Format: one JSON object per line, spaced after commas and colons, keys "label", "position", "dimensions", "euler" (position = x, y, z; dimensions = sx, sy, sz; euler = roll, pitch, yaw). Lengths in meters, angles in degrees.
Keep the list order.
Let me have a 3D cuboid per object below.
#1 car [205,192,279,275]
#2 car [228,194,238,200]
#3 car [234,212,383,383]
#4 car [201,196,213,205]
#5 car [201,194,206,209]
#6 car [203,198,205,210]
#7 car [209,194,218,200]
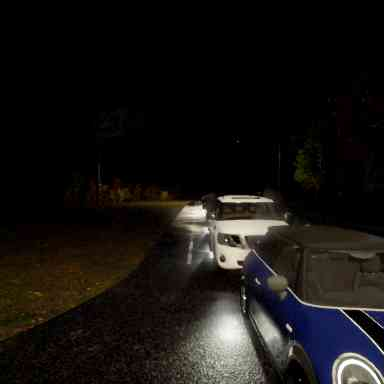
{"label": "car", "position": [1.680, 1.160, 10.531], "dimensions": [2.150, 2.045, 5.566], "euler": [0, 0, 1]}
{"label": "car", "position": [9.843, 1.170, 80.514], "dimensions": [1.895, 1.301, 4.718], "euler": [0, 0, 1]}
{"label": "car", "position": [1.936, 1.338, 4.186], "dimensions": [2.097, 1.767, 4.553], "euler": [0, 0, -1]}
{"label": "car", "position": [2.480, 1.319, 54.240], "dimensions": [1.895, 1.301, 4.718], "euler": [0, 0, 2]}
{"label": "car", "position": [2.160, 1.272, 39.429], "dimensions": [1.882, 1.535, 5.008], "euler": [0, 0, 1]}
{"label": "car", "position": [1.881, 1.380, 23.119], "dimensions": [1.837, 1.490, 4.892], "euler": [0, 0, 1]}
{"label": "car", "position": [5.278, 1.125, 80.757], "dimensions": [1.994, 1.385, 4.181], "euler": [0, 0, 8]}
